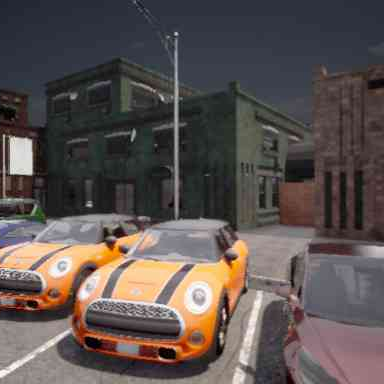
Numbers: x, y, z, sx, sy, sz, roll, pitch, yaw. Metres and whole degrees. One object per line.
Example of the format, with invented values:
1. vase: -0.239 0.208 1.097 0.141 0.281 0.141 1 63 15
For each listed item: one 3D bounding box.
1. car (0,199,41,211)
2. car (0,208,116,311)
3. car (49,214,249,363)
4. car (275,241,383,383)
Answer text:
1. car: -7.498 1.251 11.460 2.435 2.045 5.566 1 -1 16
2. car: -2.618 1.368 8.013 2.185 1.767 4.553 0 -1 16
3. car: -0.178 1.364 6.264 2.185 1.767 4.553 0 -1 16
4. car: 2.243 1.516 4.457 2.163 1.488 4.792 0 -1 16
